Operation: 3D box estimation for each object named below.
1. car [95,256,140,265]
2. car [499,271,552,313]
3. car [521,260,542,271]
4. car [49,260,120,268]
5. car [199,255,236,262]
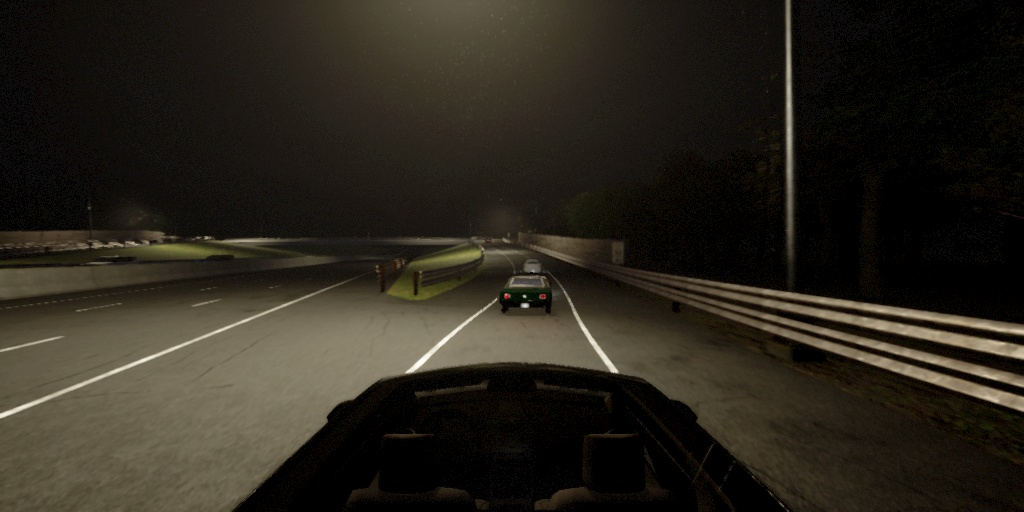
[{"bbox_3d":[-42.167,1.011,37.786,2.150,2.045,5.566,-1,1,-14],"label":"car"},{"bbox_3d":[0.683,1.455,14.651,1.895,1.301,4.718,0,-1,6],"label":"car"},{"bbox_3d":[1.946,1.062,34.854,1.812,1.442,4.674,0,2,1],"label":"car"},{"bbox_3d":[-31.881,1.286,25.899,2.128,1.511,4.902,-1,0,-14],"label":"car"},{"bbox_3d":[-36.692,0.887,44.713,2.150,2.045,5.566,-1,0,-14],"label":"car"}]
